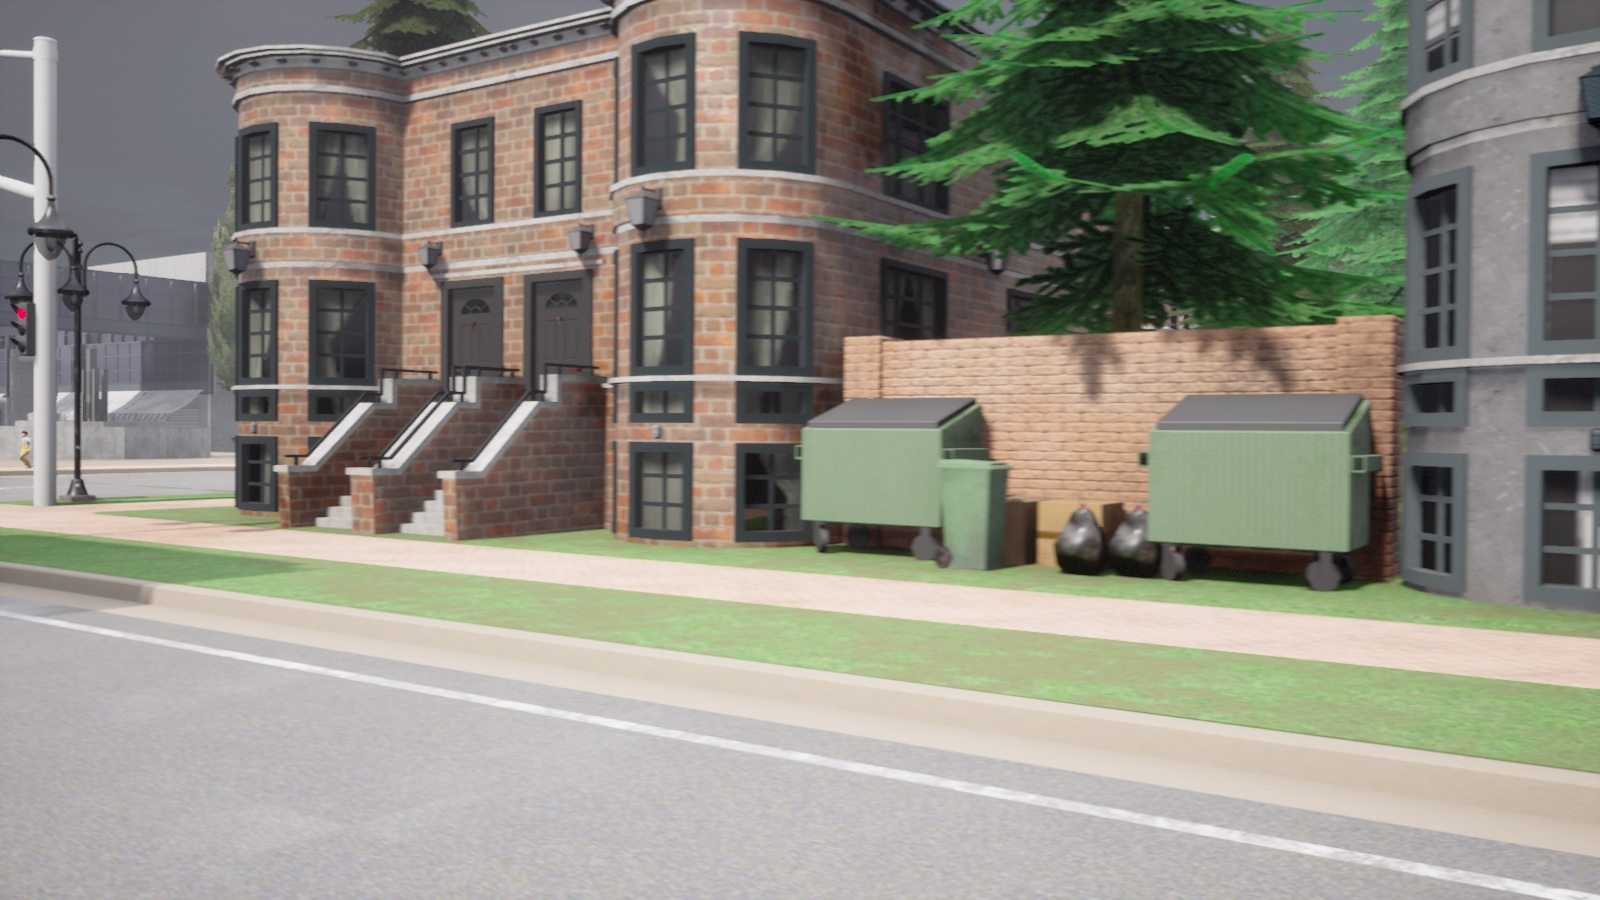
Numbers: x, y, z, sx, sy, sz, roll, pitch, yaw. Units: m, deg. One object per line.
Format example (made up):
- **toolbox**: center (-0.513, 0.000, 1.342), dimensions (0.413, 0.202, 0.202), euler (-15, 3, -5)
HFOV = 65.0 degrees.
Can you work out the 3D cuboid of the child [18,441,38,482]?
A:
- **child**: center (-24.042, 0.358, 39.095), dimensions (0.270, 1.263, 0.437), euler (0, 1, 27)
